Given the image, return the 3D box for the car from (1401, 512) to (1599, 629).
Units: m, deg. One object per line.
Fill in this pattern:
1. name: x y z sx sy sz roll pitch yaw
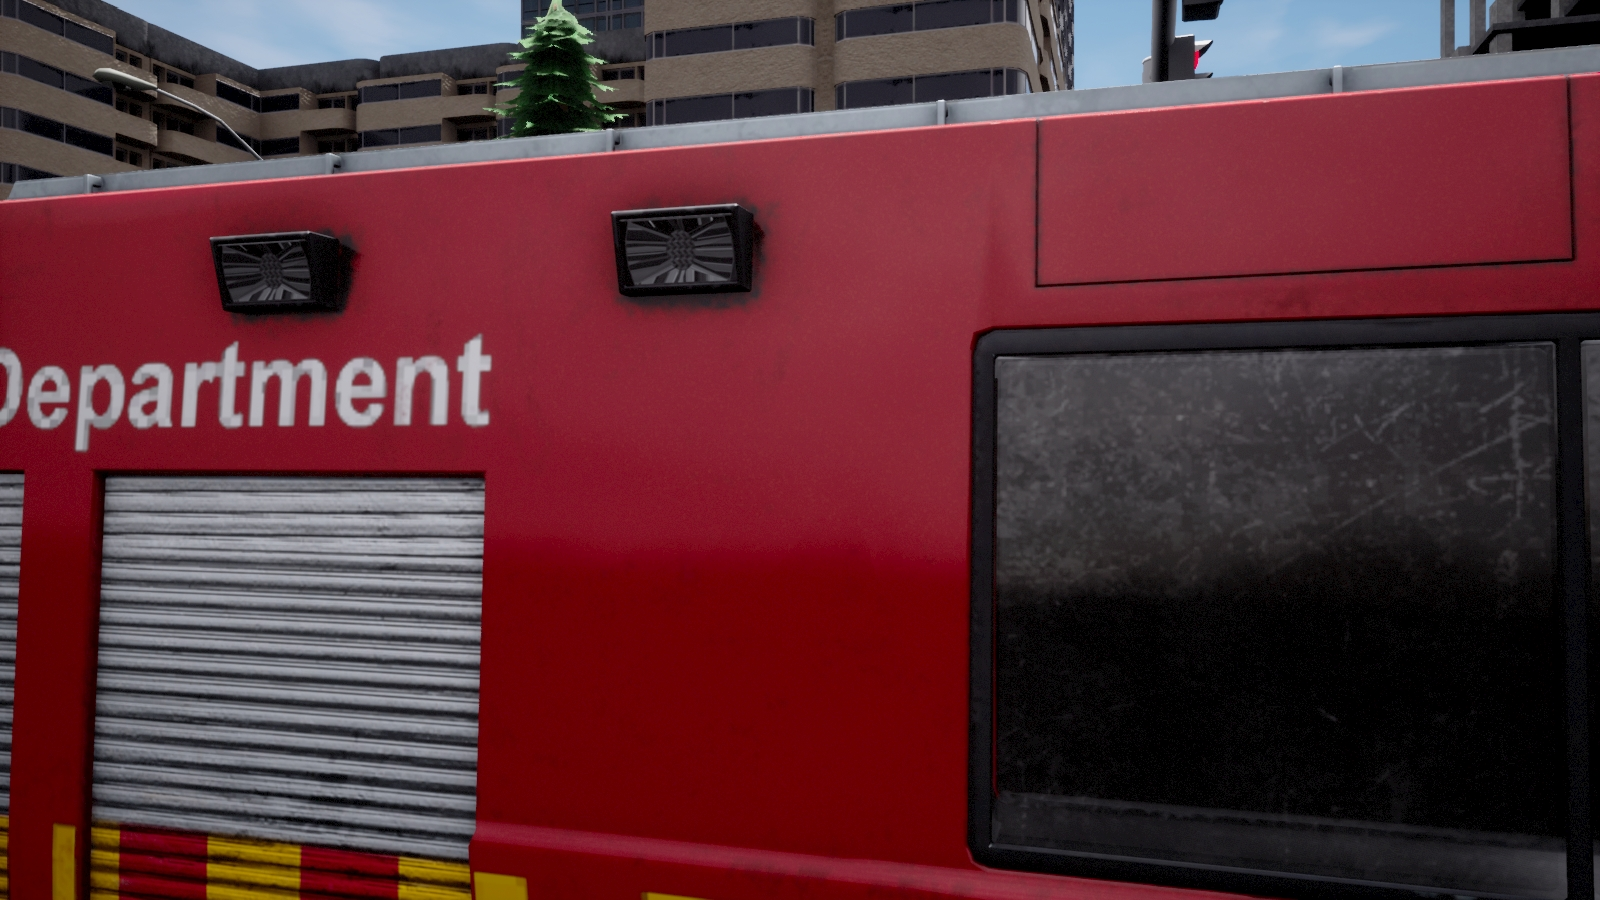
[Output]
1. car: 12.484 2.037 20.491 2.038 1.542 4.974 0 0 16

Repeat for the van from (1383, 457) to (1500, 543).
1. van: 20.979 1.534 37.634 1.988 2.561 5.915 0 0 15
